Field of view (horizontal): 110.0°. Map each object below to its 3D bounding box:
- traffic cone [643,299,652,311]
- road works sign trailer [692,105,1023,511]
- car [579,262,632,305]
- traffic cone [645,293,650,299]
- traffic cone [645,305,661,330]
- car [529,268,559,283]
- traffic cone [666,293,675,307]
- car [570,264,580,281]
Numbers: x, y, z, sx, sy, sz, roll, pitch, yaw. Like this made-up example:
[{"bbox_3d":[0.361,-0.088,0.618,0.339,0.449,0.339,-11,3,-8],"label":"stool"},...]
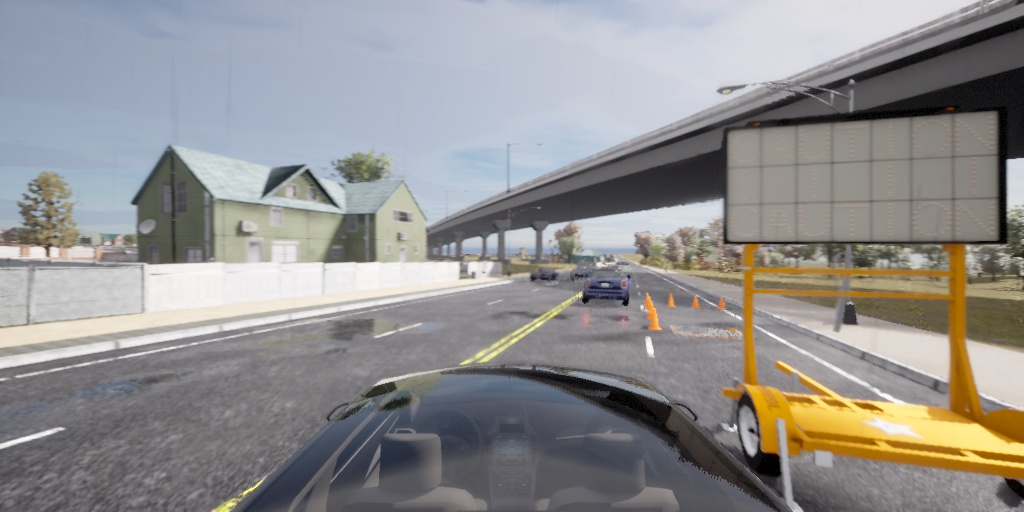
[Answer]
[{"bbox_3d":[4.864,1.893,12.536,0.340,0.580,0.340,0,0,19],"label":"traffic cone"},{"bbox_3d":[3.558,0.283,3.927,2.380,3.560,2.880,0,0,15],"label":"road works sign trailer"},{"bbox_3d":[4.866,1.357,18.085,2.097,1.767,4.553,0,-1,19],"label":"car"},{"bbox_3d":[5.504,1.923,14.431,0.340,0.580,0.340,0,0,19],"label":"traffic cone"},{"bbox_3d":[4.224,1.862,10.641,0.340,0.580,0.340,0,0,19],"label":"traffic cone"},{"bbox_3d":[3.066,1.775,33.844,1.895,1.301,4.718,0,-1,18],"label":"car"},{"bbox_3d":[7.091,1.961,16.004,0.340,0.580,0.340,0,0,19],"label":"traffic cone"},{"bbox_3d":[7.155,1.600,35.832,2.097,1.767,4.553,0,-1,18],"label":"car"}]
